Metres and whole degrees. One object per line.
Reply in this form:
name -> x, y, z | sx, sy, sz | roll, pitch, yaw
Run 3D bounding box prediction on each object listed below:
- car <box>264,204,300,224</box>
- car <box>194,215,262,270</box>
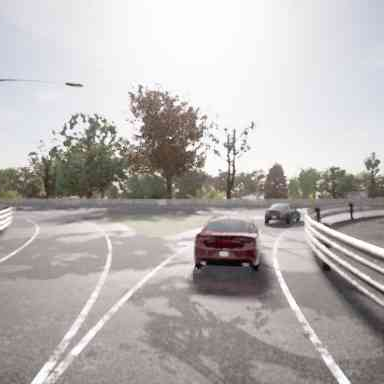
car -> 6.936, 1.613, 25.457 | 1.812, 1.442, 4.674 | 0, 0, 30
car -> 1.333, 1.516, 11.321 | 1.882, 1.535, 5.008 | 0, 0, 11
